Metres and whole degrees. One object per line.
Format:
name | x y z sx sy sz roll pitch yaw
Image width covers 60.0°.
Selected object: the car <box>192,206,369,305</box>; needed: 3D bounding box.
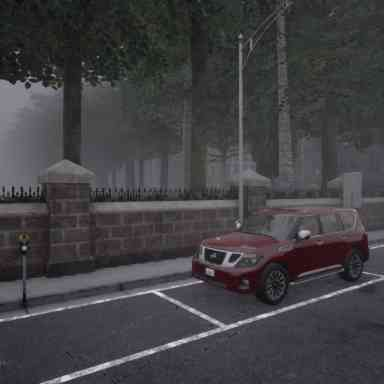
car | 2.411 1.314 8.251 5.009 1.841 2.192 0 0 -35
